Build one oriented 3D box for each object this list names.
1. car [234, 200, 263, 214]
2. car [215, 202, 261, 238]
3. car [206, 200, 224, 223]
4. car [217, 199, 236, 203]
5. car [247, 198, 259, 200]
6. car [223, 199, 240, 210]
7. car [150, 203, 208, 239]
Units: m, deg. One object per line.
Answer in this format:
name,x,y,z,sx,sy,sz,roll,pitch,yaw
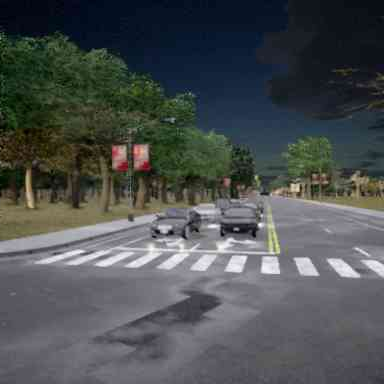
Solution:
car,4.761,1.647,27.968,1.812,1.442,4.674,0,0,12
car,2.723,1.568,18.789,1.882,1.535,5.008,0,0,13
car,1.234,1.666,27.058,1.812,1.442,4.674,0,0,12
car,3.373,1.525,36.727,2.097,1.767,4.553,0,0,13
car,6.969,1.508,37.912,2.097,1.767,4.553,0,0,13
car,5.592,1.738,46.579,1.812,1.442,4.674,0,0,14
car,-0.771,1.601,18.076,2.128,1.511,4.902,0,0,13
